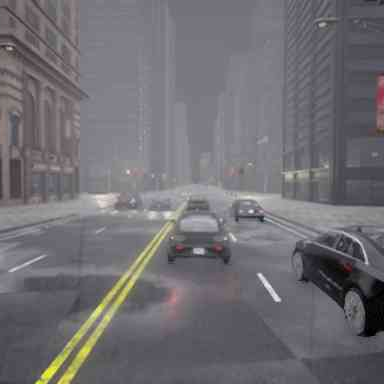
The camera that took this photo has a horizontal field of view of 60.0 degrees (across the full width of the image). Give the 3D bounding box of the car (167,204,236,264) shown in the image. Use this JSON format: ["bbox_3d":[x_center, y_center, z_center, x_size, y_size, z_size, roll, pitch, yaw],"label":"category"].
[{"bbox_3d":[0.224,1.340,11.033,1.812,1.442,4.674,0,1,1],"label":"car"}]

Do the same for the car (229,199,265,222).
[{"bbox_3d":[3.621,1.184,22.533,2.033,1.411,5.357,0,1,1],"label":"car"}]

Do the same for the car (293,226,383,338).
[{"bbox_3d":[3.386,1.397,6.400,2.128,1.511,4.902,0,1,1],"label":"car"}]

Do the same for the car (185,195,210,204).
[{"bbox_3d":[0.460,1.047,27.440,1.837,1.490,4.892,0,1,1],"label":"car"}]

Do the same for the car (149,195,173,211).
[{"bbox_3d":[-2.912,0.979,31.955,1.812,1.442,4.674,0,1,1],"label":"car"}]

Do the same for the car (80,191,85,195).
[{"bbox_3d":[-27.165,-0.049,76.962,4.829,1.417,1.752,1,1,0],"label":"car"}]

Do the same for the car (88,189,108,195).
[{"bbox_3d":[-21.711,0.036,76.919,4.507,1.381,1.887,1,1,0],"label":"car"}]

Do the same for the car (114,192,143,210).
[{"bbox_3d":[-6.154,0.784,32.436,2.097,1.767,4.553,0,1,1],"label":"car"}]
